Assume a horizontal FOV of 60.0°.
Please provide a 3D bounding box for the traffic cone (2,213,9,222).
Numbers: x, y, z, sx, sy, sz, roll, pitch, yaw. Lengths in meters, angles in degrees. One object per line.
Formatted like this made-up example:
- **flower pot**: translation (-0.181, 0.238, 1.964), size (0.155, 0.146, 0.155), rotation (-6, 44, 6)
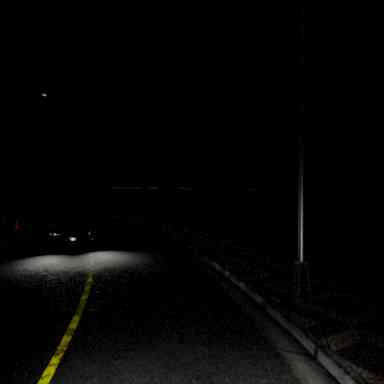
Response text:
- **traffic cone**: translation (-12.524, 1.697, 22.352), size (0.340, 0.580, 0.340), rotation (0, 2, -39)

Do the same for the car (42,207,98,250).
- **car**: translation (-5.296, 1.435, 14.278), size (1.837, 1.490, 4.892), rotation (1, 1, -24)

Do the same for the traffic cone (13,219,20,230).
- **traffic cone**: translation (-9.802, 1.800, 18.578), size (0.340, 0.580, 0.340), rotation (0, 1, -32)
